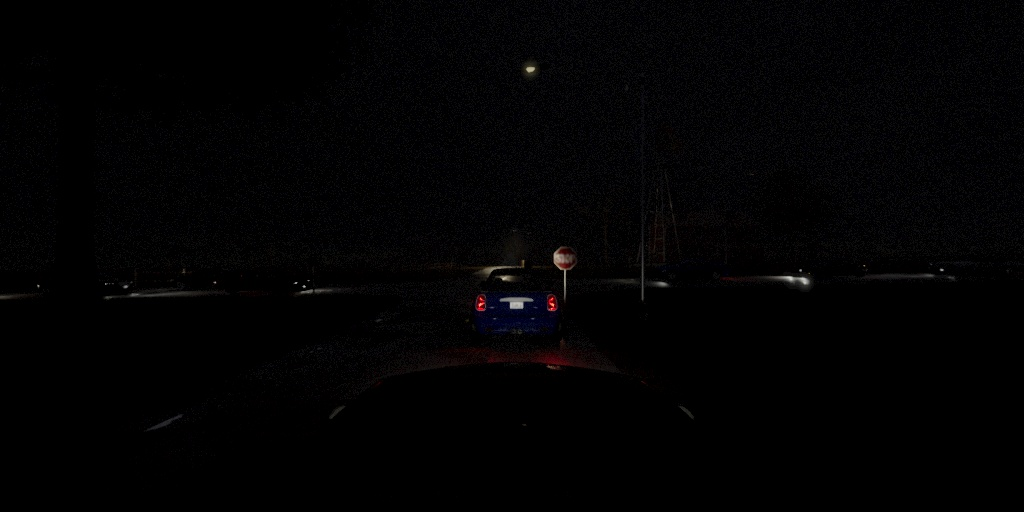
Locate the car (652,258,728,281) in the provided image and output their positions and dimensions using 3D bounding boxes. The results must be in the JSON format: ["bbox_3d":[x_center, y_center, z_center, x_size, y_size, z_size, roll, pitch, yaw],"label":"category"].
[{"bbox_3d":[12.660,0.933,25.653,5.008,1.535,1.882,-1,1,0],"label":"car"}]

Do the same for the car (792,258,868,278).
[{"bbox_3d":[22.613,0.821,25.602,4.181,1.385,1.994,-1,1,0],"label":"car"}]

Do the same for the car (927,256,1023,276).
[{"bbox_3d":[32.863,0.649,25.539,4.718,1.301,1.895,-1,1,1],"label":"car"}]

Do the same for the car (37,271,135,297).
[{"bbox_3d":[-27.147,1.754,22.937,4.902,1.511,2.128,-1,1,1],"label":"car"}]

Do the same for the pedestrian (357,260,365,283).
[{"bbox_3d":[-12.145,1.198,28.819,0.375,1.860,0.375,0,2,0],"label":"pedestrian"}]

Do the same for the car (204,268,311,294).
[{"bbox_3d":[-15.904,1.603,22.866,5.357,1.411,2.033,-1,1,1],"label":"car"}]

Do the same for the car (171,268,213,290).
[{"bbox_3d":[-21.594,1.613,25.799,4.892,1.490,1.837,-1,1,1],"label":"car"}]

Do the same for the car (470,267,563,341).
[{"bbox_3d":[0.103,1.099,9.979,2.097,1.767,4.553,0,0,0],"label":"car"}]
